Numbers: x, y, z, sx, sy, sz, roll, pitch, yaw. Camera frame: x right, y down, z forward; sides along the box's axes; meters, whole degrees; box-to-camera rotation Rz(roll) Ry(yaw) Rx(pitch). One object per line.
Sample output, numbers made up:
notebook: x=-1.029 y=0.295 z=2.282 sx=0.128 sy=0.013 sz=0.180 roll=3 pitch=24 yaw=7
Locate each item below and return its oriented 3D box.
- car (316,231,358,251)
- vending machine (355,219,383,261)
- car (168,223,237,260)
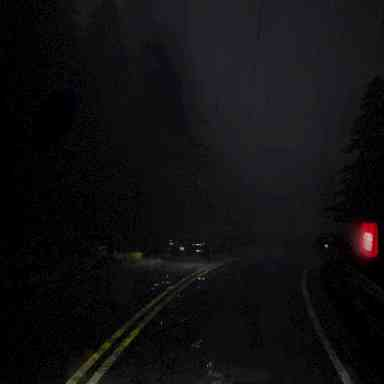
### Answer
car: x=10.587 y=3.638 z=24.073 sx=1.837 sy=1.490 sz=4.892 roll=-2 pitch=-8 yaw=41
vending machine: x=9.792 y=2.627 z=18.387 sx=1.100 sy=2.100 sz=0.880 roll=4 pitch=0 yaw=37
car: x=0.662 y=2.264 z=15.689 sx=1.837 sy=1.490 sz=4.892 roll=-2 pitch=-6 yaw=26
